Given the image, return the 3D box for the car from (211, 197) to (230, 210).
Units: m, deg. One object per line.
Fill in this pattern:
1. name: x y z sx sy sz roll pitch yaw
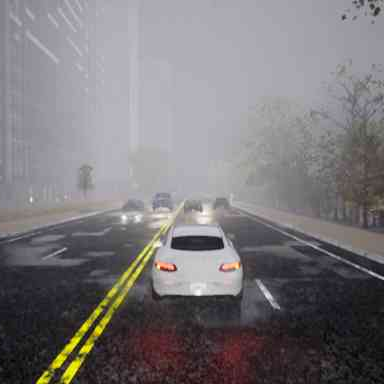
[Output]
1. car: 3.368 1.317 39.413 1.837 1.490 4.892 0 0 0

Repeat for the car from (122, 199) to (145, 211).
1. car: -6.525 1.422 37.566 1.895 1.301 4.718 0 0 1

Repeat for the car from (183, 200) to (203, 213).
1. car: 0.116 1.439 33.836 1.895 1.301 4.718 0 0 0

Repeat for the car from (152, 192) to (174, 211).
1. car: -3.269 1.041 38.134 2.150 2.045 5.566 0 0 1

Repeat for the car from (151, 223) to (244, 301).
1. car: 0.103 1.486 8.111 1.812 1.442 4.674 0 0 0
